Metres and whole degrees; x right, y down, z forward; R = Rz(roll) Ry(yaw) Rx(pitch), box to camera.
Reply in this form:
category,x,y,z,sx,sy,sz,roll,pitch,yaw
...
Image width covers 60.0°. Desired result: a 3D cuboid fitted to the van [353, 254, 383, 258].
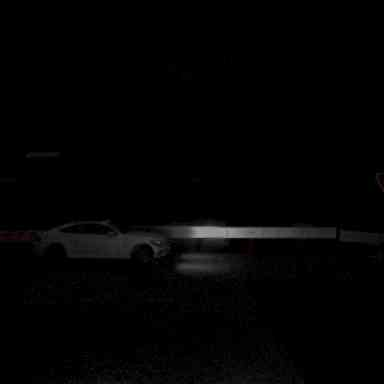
category,x,y,z,sx,sy,sz,roll,pitch,yaw
van,10.788,4.676,18.032,1.878,1.987,4.442,0,1,-18

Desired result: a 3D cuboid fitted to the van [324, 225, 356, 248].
category,x,y,z,sx,sy,sz,roll,pitch,yaw
van,14.564,4.691,35.090,1.878,1.987,4.442,0,-1,-18

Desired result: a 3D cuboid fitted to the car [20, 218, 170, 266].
category,x,y,z,sx,sy,sz,roll,pitch,yaw
car,-3.110,1.662,11.586,4.674,1.442,1.812,0,0,2

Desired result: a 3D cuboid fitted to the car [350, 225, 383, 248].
category,x,y,z,sx,sy,sz,roll,pitch,yaw
car,17.575,4.662,34.864,2.435,2.045,5.566,1,-1,-18

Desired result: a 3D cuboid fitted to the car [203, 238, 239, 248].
category,x,y,z,sx,sy,sz,roll,pitch,yaw
car,2.765,4.794,35.381,2.185,1.767,4.553,1,-1,-18

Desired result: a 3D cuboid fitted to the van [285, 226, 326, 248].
category,x,y,z,sx,sy,sz,roll,pitch,yaw
van,11.606,4.693,35.184,1.878,1.987,4.442,0,-1,-18

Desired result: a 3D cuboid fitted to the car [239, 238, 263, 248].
category,x,y,z,sx,sy,sz,roll,pitch,yaw
car,5.738,4.920,35.256,2.231,1.521,4.892,0,-1,-18
